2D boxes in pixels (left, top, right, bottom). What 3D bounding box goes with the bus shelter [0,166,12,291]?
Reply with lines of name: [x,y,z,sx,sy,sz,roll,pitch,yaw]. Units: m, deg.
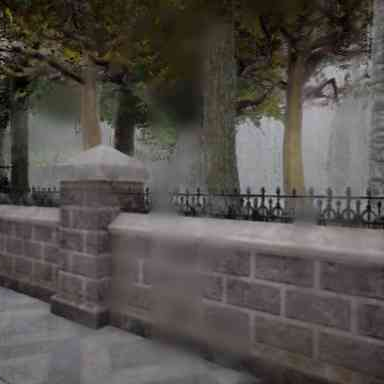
bus shelter: [-6.206,0.789,7.853,3.880,2.740,1.920,1,0,36]
